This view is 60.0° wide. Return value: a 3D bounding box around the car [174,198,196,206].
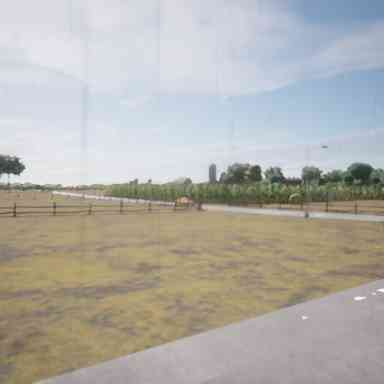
[{"bbox_3d":[-1.238,1.814,59.278,1.882,1.535,5.008,-1,1,-35],"label":"car"}]
